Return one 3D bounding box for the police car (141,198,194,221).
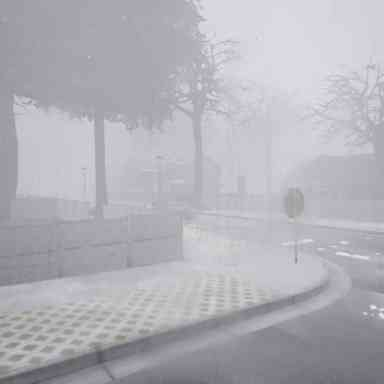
[{"bbox_3d":[-1.736,1.228,23.243,2.038,1.542,4.974,-1,1,-35],"label":"police car"}]
